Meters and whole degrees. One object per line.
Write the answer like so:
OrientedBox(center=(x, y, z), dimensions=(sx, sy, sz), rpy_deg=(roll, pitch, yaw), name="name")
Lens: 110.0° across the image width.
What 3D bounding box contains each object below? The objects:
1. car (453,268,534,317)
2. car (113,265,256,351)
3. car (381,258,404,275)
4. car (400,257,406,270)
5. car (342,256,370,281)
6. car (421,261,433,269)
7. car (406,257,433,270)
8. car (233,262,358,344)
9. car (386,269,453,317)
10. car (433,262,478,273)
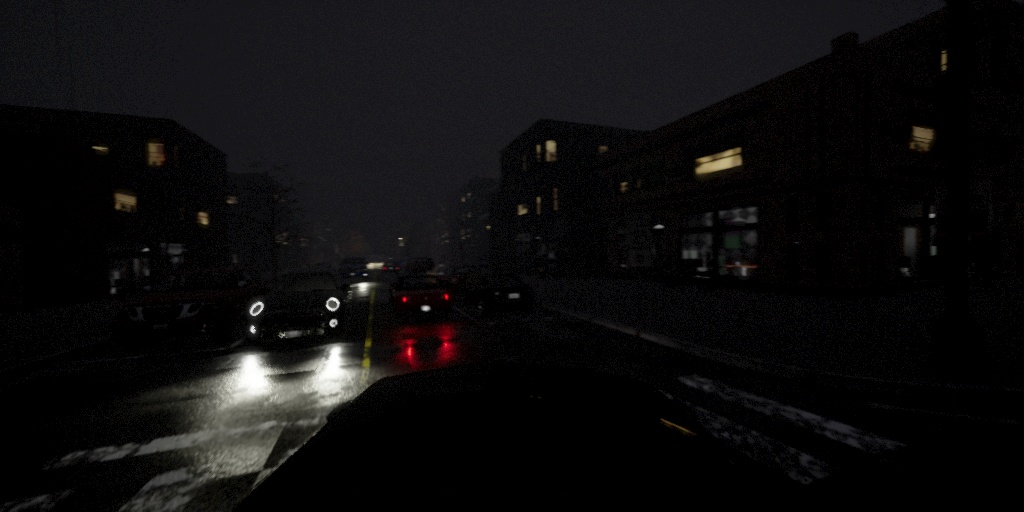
OrientedBox(center=(-0.641, 1.271, 13.080), dimensions=(1.948, 1.339, 4.313), rpy_deg=(0, 0, -21), name="car")
OrientedBox(center=(-8.482, 1.225, 10.128), dimensions=(2.192, 1.841, 5.009), rpy_deg=(0, 0, -21), name="car")
OrientedBox(center=(-13.277, 1.304, 39.130), dimensions=(2.033, 1.411, 5.357), rpy_deg=(-1, 1, -20), name="car")
OrientedBox(center=(-12.364, 1.129, 44.238), dimensions=(1.967, 1.591, 4.097), rpy_deg=(0, 0, -21), name="car")
OrientedBox(center=(-13.458, 1.058, 30.661), dimensions=(2.150, 2.045, 5.566), rpy_deg=(-2, 1, -20), name="car")
OrientedBox(center=(-4.609, 1.225, 23.625), dimensions=(1.751, 1.417, 4.829), rpy_deg=(0, 0, -21), name="car")
OrientedBox(center=(-8.456, 1.010, 33.852), dimensions=(2.192, 1.841, 5.009), rpy_deg=(0, 0, -21), name="car")
OrientedBox(center=(-5.812, 1.200, 10.315), dimensions=(2.097, 1.767, 4.553), rpy_deg=(-2, 1, -21), name="car")
OrientedBox(center=(-3.541, 1.368, 13.474), dimensions=(1.895, 1.301, 4.718), rpy_deg=(-2, 1, -21), name="car")
OrientedBox(center=(-2.595, 1.142, 18.273), dimensions=(1.967, 1.591, 4.097), rpy_deg=(0, 0, -21), name="car")
